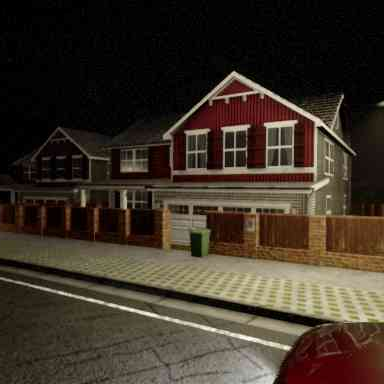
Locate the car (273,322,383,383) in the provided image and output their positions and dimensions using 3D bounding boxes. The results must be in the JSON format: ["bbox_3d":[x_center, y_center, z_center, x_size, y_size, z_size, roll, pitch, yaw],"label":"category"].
[{"bbox_3d":[2.594,1.564,2.108,4.181,1.385,1.994,0,0,31],"label":"car"}]
